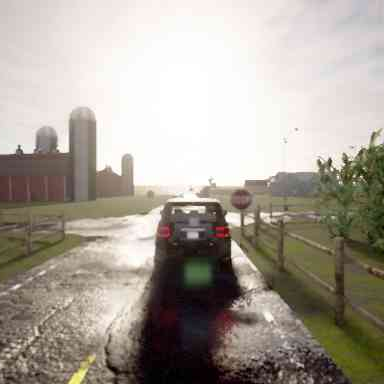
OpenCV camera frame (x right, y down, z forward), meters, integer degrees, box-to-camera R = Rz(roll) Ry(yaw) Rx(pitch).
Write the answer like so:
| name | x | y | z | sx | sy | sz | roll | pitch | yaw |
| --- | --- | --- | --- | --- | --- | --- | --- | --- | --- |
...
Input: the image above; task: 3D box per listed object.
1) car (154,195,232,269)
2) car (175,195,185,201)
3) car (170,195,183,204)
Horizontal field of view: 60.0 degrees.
| name | x | y | z | sx | sy | sz | roll | pitch | yaw |
| --- | --- | --- | --- | --- | --- | --- | --- | --- | --- |
| car | 0.044 | 1.194 | 11.151 | 2.150 | 2.045 | 5.566 | 0 | 0 | 0 |
| car | -2.751 | 1.350 | 75.892 | 1.994 | 1.385 | 4.181 | 0 | 0 | 0 |
| car | -2.792 | 1.360 | 60.730 | 2.128 | 1.511 | 4.902 | 0 | 0 | 1 |
